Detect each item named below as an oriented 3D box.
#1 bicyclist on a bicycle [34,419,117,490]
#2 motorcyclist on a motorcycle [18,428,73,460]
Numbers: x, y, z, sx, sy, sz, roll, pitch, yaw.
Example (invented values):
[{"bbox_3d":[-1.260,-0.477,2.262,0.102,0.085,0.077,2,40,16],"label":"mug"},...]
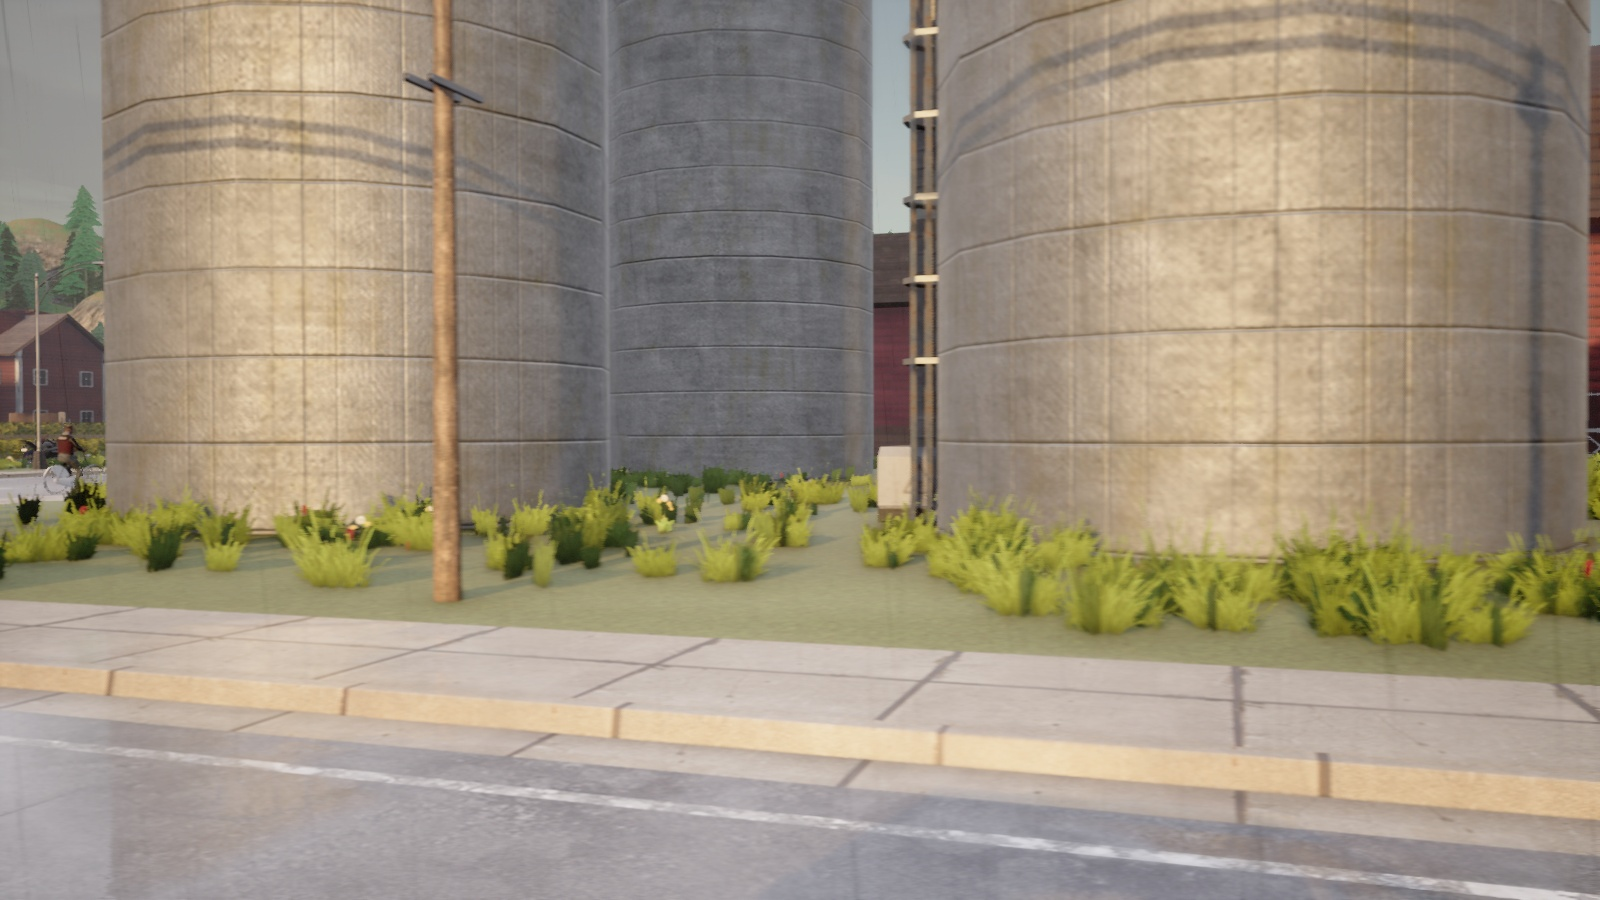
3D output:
[{"bbox_3d":[-18.476,0.096,32.068,0.659,1.776,1.843,1,1,18],"label":"bicyclist on a bicycle"},{"bbox_3d":[-36.534,-0.285,60.830,0.866,1.530,2.191,0,1,21],"label":"motorcyclist on a motorcycle"}]
